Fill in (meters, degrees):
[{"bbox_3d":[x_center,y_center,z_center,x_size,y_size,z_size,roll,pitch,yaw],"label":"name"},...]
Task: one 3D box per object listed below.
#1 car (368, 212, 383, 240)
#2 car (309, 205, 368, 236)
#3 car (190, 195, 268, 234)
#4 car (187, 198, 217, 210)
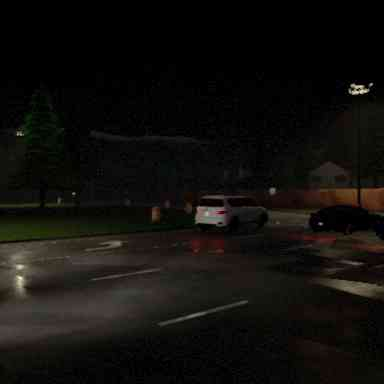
[{"bbox_3d":[10.579,1.471,15.580,5.008,1.535,1.882,0,0,-35],"label":"car"},{"bbox_3d":[8.600,1.471,18.467,5.008,1.535,1.882,0,0,-35],"label":"car"},{"bbox_3d":[2.470,1.217,19.729,2.150,2.045,5.566,0,0,39],"label":"car"},{"bbox_3d":[1.217,1.554,42.931,1.994,1.385,4.181,0,0,-28],"label":"car"}]
